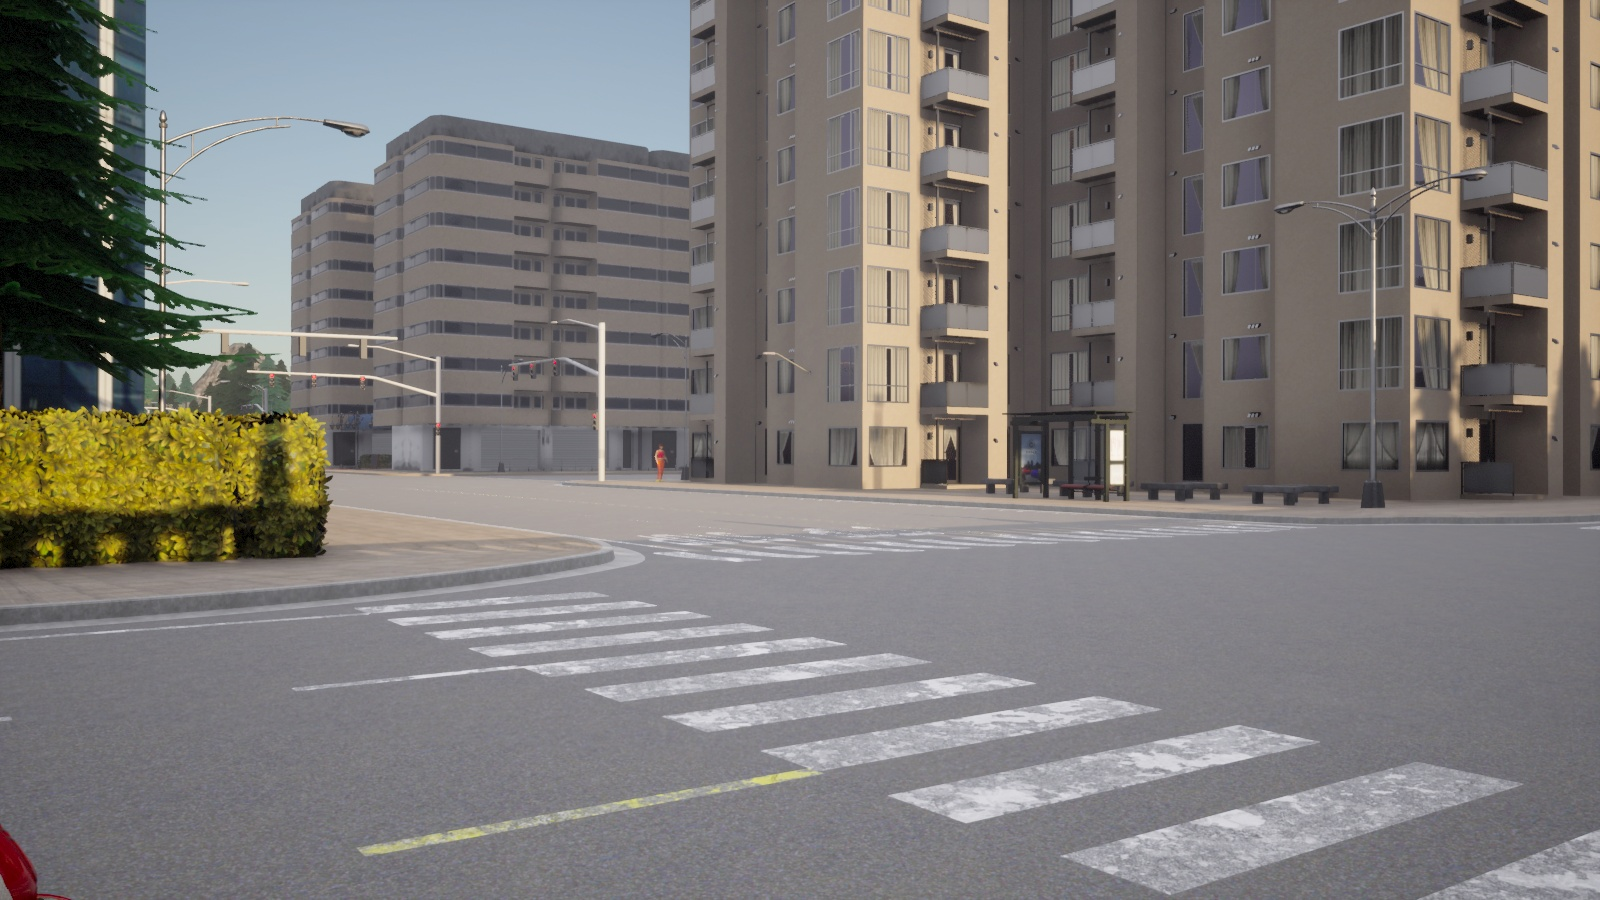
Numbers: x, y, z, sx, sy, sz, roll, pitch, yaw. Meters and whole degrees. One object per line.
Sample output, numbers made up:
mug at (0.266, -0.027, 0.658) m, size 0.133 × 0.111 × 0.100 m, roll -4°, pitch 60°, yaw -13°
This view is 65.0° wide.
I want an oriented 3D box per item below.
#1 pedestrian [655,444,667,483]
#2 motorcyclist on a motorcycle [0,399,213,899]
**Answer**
pedestrian at (-6.615, 0.626, 59.769) m, size 0.345 × 1.836 × 0.594 m, roll 0°, pitch 0°, yaw -28°
motorcyclist on a motorcycle at (-2.104, 0.708, 2.207) m, size 1.817 × 1.590 × 0.866 m, roll 0°, pitch 0°, yaw -35°
